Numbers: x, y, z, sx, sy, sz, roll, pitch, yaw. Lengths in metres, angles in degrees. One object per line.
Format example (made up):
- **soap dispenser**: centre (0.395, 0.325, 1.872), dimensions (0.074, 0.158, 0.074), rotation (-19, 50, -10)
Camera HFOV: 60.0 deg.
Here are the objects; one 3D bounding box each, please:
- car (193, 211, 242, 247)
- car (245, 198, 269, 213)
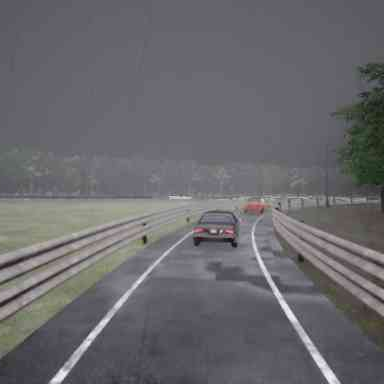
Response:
- **car**: centre (1.244, 1.567, 15.327), dimensions (2.033, 1.411, 5.357), rotation (0, 0, 9)
- **car**: centre (7.499, 1.443, 38.157), dimensions (2.097, 1.767, 4.553), rotation (0, 0, 21)
